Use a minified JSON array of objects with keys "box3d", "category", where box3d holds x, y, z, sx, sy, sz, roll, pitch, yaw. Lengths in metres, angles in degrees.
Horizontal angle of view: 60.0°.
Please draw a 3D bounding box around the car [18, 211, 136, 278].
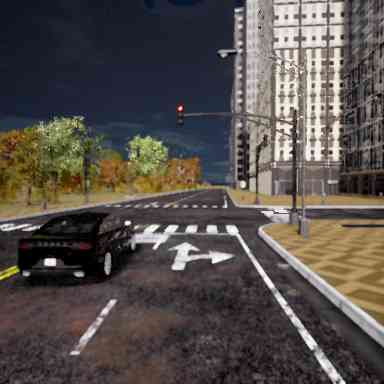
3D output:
[{"box3d":[-2.904,1.272,9.469,1.882,1.535,5.008,0,1,2],"category":"car"}]
